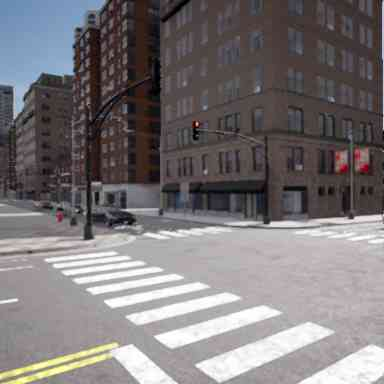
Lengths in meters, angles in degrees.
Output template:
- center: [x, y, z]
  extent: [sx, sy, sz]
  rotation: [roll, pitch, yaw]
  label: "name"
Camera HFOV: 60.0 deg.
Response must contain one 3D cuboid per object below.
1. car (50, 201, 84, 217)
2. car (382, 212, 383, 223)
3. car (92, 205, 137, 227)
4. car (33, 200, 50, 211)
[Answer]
- center: [-12.662, 1.692, 34.324]
  extent: [2.128, 1.511, 4.902]
  rotation: [-1, 0, -35]
  label: "car"
- center: [15.081, 1.421, 22.459]
  extent: [5.566, 2.045, 2.150]
  rotation: [1, 0, -36]
  label: "car"
- center: [-6.062, 1.711, 24.962]
  extent: [2.033, 1.411, 5.357]
  rotation: [-1, 0, -35]
  label: "car"
- center: [-20.136, 1.807, 44.955]
  extent: [1.994, 1.385, 4.181]
  rotation: [-1, 0, -35]
  label: "car"
